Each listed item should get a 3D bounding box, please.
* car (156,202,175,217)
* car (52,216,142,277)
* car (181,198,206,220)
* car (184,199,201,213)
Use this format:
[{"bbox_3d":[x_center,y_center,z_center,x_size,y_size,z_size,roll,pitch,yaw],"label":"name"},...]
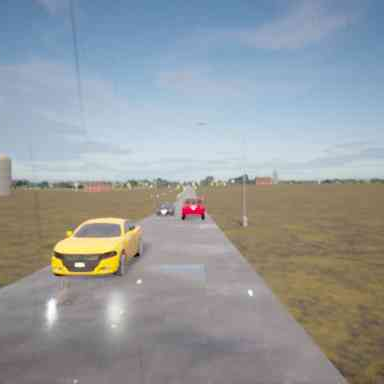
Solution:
[{"bbox_3d":[-2.825,1.856,36.097,2.128,1.511,4.902,0,0,0],"label":"car"},{"bbox_3d":[-2.842,1.608,10.925,1.882,1.535,5.008,0,-1,0],"label":"car"},{"bbox_3d":[0.126,1.555,32.036,2.150,2.045,5.566,0,0,0],"label":"car"},{"bbox_3d":[0.106,1.766,43.334,2.097,1.767,4.553,0,0,0],"label":"car"}]
